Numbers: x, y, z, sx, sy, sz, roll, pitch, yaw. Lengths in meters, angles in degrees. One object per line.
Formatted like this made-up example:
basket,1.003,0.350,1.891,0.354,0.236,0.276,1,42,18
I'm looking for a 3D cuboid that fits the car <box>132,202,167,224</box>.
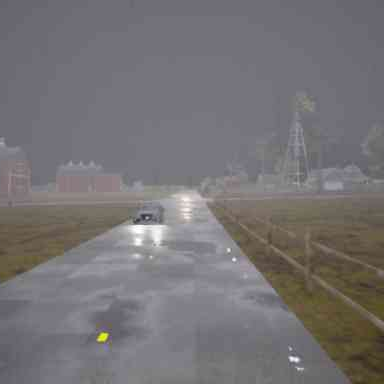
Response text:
car,-2.849,1.413,23.052,1.994,1.385,4.181,0,1,0
